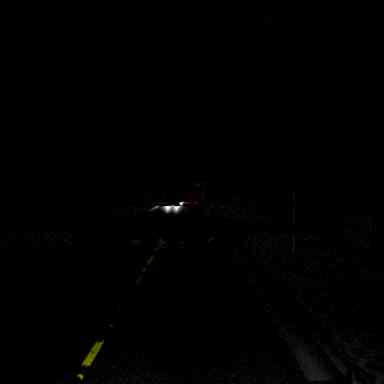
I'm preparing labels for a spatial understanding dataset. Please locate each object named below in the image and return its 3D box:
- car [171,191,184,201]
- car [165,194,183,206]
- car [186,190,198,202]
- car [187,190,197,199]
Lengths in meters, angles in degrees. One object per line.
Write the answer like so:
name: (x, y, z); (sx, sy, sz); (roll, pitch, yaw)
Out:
car: (-2.757, 0.805, 63.715); (2.150, 2.045, 5.566); (0, 1, 1)
car: (-2.816, 1.322, 48.076); (1.994, 1.385, 4.181); (0, 1, 0)
car: (0.015, 0.793, 64.655); (2.150, 2.045, 5.566); (0, 1, 0)
car: (0.018, 0.491, 75.073); (2.150, 2.045, 5.566); (0, 1, 0)
